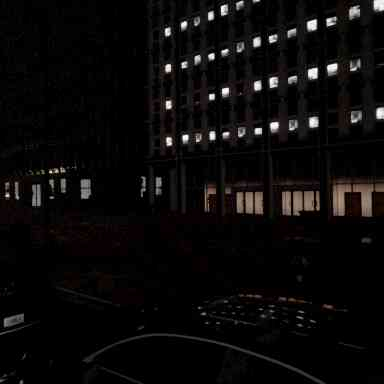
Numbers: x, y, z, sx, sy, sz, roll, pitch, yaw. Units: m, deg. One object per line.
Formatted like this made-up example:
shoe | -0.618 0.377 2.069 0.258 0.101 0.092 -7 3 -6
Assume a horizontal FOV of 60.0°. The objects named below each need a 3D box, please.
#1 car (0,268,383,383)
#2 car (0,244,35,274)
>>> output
car | 0.291 1.551 2.678 4.403 1.369 2.008 0 -1 35
car | -4.248 1.553 5.903 4.403 1.369 2.008 0 -1 35
